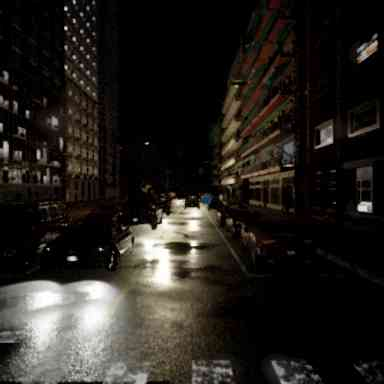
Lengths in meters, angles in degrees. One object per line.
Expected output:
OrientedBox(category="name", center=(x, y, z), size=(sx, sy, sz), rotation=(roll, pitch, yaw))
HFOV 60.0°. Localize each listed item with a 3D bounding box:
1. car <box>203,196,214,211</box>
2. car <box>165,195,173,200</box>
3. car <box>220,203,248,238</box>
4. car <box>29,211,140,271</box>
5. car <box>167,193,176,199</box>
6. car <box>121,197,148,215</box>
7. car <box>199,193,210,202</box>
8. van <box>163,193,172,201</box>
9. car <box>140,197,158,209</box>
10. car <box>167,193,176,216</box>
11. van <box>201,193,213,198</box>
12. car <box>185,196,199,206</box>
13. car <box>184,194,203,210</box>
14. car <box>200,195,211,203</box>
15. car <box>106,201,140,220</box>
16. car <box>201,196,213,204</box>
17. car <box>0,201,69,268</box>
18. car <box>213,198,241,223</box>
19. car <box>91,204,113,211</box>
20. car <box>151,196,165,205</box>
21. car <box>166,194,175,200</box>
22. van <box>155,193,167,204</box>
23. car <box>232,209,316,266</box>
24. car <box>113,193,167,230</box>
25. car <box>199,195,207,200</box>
OrientedBox(category="car", center=(2.702, 1.448, 38.893), size=(1.947, 1.339, 4.313), rotation=(0, 0, 0))
OrientedBox(category="car", center=(-5.658, 1.364, 83.118), size=(1.802, 1.307, 4.206), rotation=(0, 0, 0))
OrientedBox(category="car", center=(2.692, 1.490, 16.782), size=(1.887, 1.381, 4.507), rotation=(0, 0, 0))
OrientedBox(category="car", center=(-3.081, 1.529, 10.596), size=(1.994, 1.385, 4.181), rotation=(0, 0, 1))
OrientedBox(category="car", center=(-5.655, 1.078, 94.173), size=(2.192, 1.841, 5.009), rotation=(0, 0, 0))
OrientedBox(category="car", center=(-5.682, 1.337, 33.370), size=(1.967, 1.590, 4.097), rotation=(0, 0, 0))
OrientedBox(category="car", center=(2.715, 1.119, 72.058), size=(2.192, 1.841, 5.009), rotation=(0, 0, 0))
OrientedBox(category="van", center=(-5.662, 1.134, 77.590), size=(1.690, 1.788, 3.998), rotation=(0, 0, 0))
OrientedBox(category="car", center=(-5.676, 1.394, 44.254), size=(1.752, 1.417, 4.829), rotation=(0, 0, 0))
OrientedBox(category="car", center=(-3.057, 1.123, 31.627), size=(2.150, 2.045, 5.566), rotation=(0, 0, 1))
OrientedBox(category="van", center=(2.709, 1.182, 55.475), size=(1.690, 1.788, 3.998), rotation=(0, 0, 0))
OrientedBox(category="car", center=(0.023, 1.343, 51.666), size=(2.128, 1.511, 4.902), rotation=(0, 0, 0))
OrientedBox(category="car", center=(0.018, 1.354, 41.140), size=(1.882, 1.535, 5.008), rotation=(0, 0, 0))
OrientedBox(category="car", center=(2.715, 1.366, 66.531), size=(2.008, 1.369, 4.403), rotation=(0, 0, 0))
OrientedBox(category="car", center=(-5.683, 1.478, 27.842), size=(1.947, 1.339, 4.313), rotation=(0, 0, 0))
OrientedBox(category="car", center=(2.712, 1.373, 61.003), size=(1.887, 1.381, 4.507), rotation=(0, 0, 0))
OrientedBox(category="car", center=(-5.692, 1.278, 11.258), size=(2.192, 1.841, 5.009), rotation=(0, 0, 0))
OrientedBox(category="car", center=(2.694, 1.368, 22.309), size=(1.967, 1.590, 4.097), rotation=(0, 0, 0))
OrientedBox(category="car", center=(-5.686, 1.473, 22.314), size=(1.887, 1.381, 4.507), rotation=(0, 0, 0))
OrientedBox(category="car", center=(-5.671, 1.386, 55.480), size=(1.887, 1.381, 4.507), rotation=(0, 0, 0))
OrientedBox(category="car", center=(-5.656, 1.323, 88.646), size=(2.008, 1.369, 4.403), rotation=(0, 0, 0))
OrientedBox(category="van", center=(-5.669, 1.169, 61.007), size=(1.690, 1.788, 3.998), rotation=(0, 0, 0))
OrientedBox(category="car", center=(2.689, 1.507, 11.255), size=(1.887, 1.381, 4.507), rotation=(0, 0, 0))
OrientedBox(category="car", center=(-3.073, 1.154, 20.879), size=(2.150, 2.045, 5.566), rotation=(0, 0, 0))
OrientedBox(category="car", center=(2.722, 1.348, 83.113), size=(1.947, 1.339, 4.313), rotation=(0, 0, 0))
